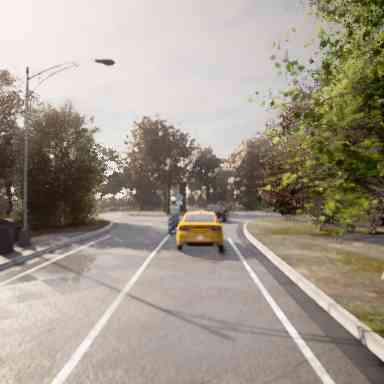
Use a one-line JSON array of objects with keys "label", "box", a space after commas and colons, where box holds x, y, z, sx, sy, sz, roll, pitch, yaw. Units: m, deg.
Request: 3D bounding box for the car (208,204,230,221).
[{"label": "car", "box": [2.346, 1.895, 31.574, 2.097, 1.767, 4.553, 0, -2, 11]}]

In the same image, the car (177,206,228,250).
[{"label": "car", "box": [0.391, 1.607, 15.093, 1.882, 1.535, 5.008, 0, -1, 2]}]
